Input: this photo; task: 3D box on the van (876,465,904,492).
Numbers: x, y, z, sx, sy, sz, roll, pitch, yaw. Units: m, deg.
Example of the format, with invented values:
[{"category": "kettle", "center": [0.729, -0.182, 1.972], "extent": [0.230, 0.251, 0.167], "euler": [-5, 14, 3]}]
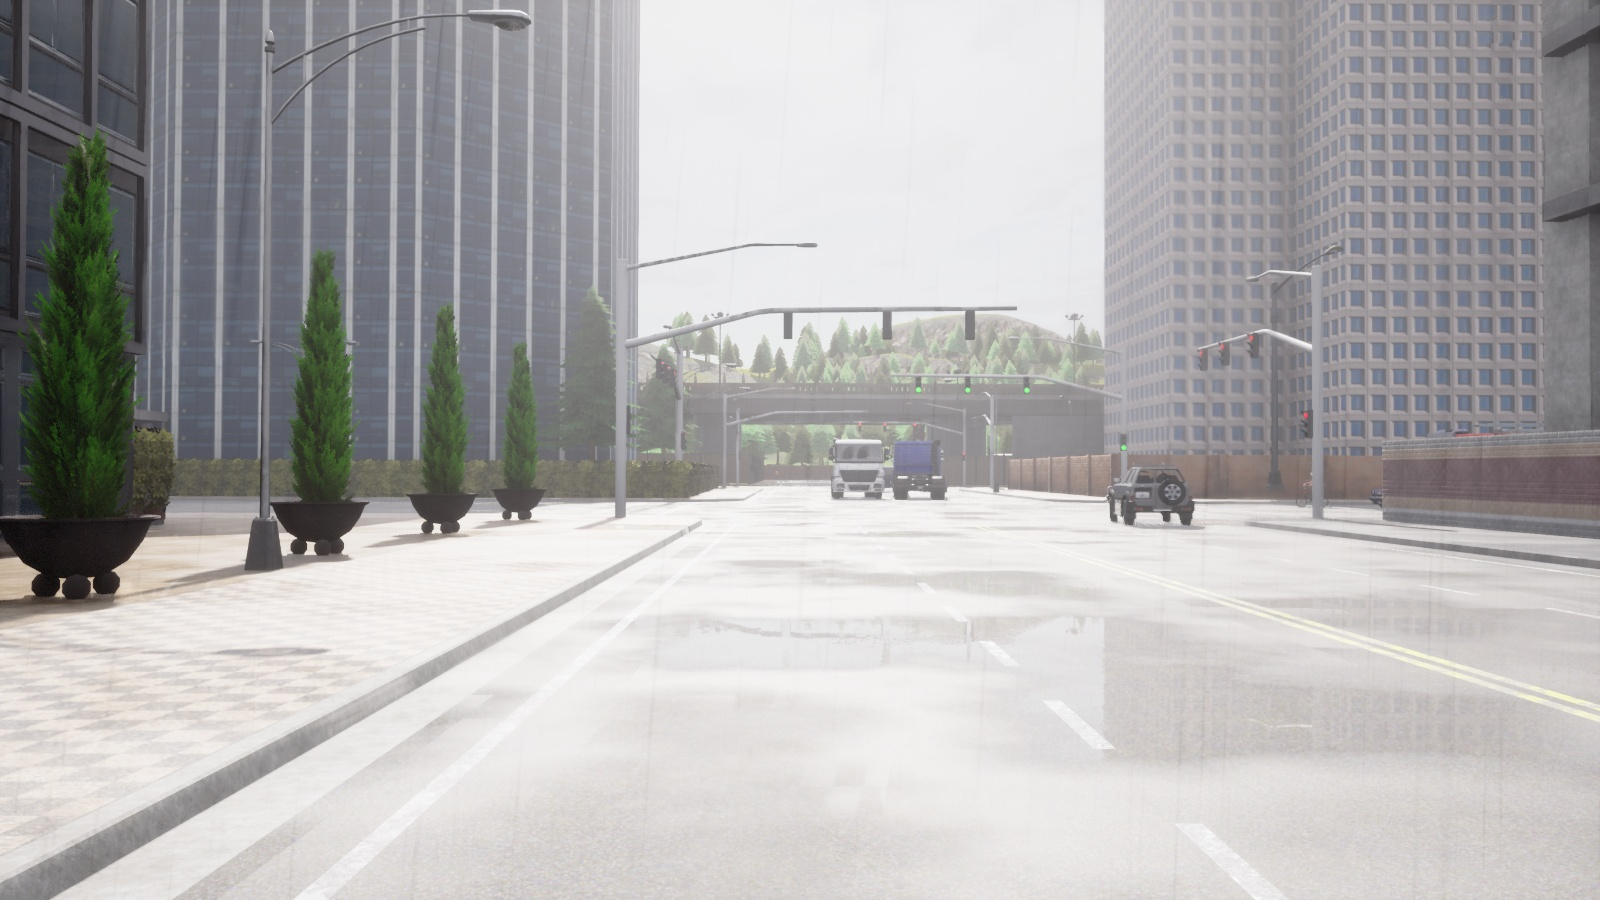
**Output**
[{"category": "van", "center": [6.749, 2.118, 94.212], "extent": [1.775, 1.987, 4.442], "euler": [0, -1, 0]}]

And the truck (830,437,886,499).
[{"category": "truck", "center": [3.300, 1.058, 73.939], "extent": [2.891, 3.462, 7.936], "euler": [0, -1, 0]}]

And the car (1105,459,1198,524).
[{"category": "car", "center": [10.637, 1.231, 38.342], "extent": [1.932, 1.855, 4.605], "euler": [-1, -1, 6]}]

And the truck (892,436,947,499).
[{"category": "truck", "center": [6.802, 1.019, 72.421], "extent": [2.891, 3.462, 7.936], "euler": [0, -1, 3]}]

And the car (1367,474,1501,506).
[{"category": "car", "center": [26.753, 1.698, 53.104], "extent": [4.718, 1.301, 1.895], "euler": [0, -1, 0]}]

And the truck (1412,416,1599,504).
[{"category": "truck", "center": [32.533, 0.468, 56.589], "extent": [8.468, 3.827, 2.891], "euler": [0, -1, 0]}]
